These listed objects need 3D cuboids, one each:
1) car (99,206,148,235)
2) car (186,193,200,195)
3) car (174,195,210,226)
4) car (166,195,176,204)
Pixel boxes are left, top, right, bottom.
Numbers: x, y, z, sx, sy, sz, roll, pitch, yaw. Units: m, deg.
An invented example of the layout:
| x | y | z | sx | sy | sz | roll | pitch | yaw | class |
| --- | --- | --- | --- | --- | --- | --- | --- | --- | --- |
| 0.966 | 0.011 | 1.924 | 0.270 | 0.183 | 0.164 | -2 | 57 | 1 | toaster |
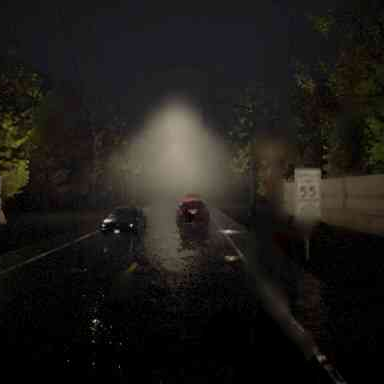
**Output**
| x | y | z | sx | sy | sz | roll | pitch | yaw | class |
| --- | --- | --- | --- | --- | --- | --- | --- | --- | --- |
| -3.614 | 1.498 | 18.636 | 2.033 | 1.411 | 5.357 | 0 | 0 | 0 | car |
| 0.081 | 1.096 | 40.880 | 2.150 | 2.045 | 5.566 | 0 | 0 | 0 | car |
| 0.087 | 1.295 | 22.880 | 2.097 | 1.767 | 4.553 | 0 | 0 | 0 | car |
| -3.589 | 1.302 | 59.807 | 1.837 | 1.490 | 4.892 | 0 | 0 | 1 | car |
